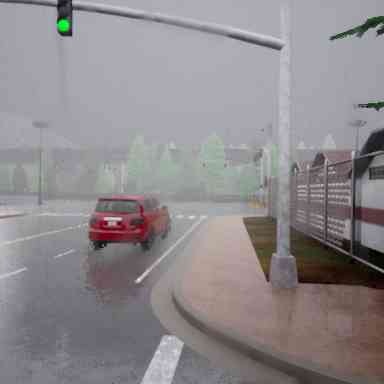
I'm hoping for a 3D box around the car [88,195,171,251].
[{"bbox_3d":[-2.387,1.157,14.038,2.150,2.045,5.566,1,0,7],"label":"car"}]
